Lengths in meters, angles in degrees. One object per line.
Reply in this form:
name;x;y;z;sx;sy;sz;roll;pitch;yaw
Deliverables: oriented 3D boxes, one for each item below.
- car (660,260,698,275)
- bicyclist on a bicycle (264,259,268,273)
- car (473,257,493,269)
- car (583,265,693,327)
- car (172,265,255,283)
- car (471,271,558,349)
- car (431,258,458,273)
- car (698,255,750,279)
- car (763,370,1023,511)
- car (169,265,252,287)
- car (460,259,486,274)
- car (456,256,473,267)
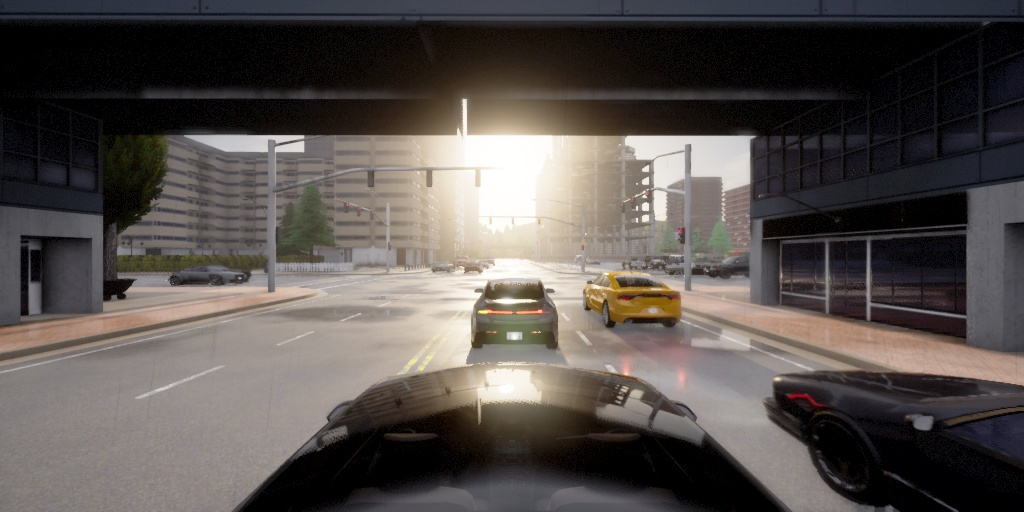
car;17.419;1.351;34.935;4.718;1.301;1.895;0;0;1
bicyclist on a bicycle;-26.006;1.051;38.419;0.582;1.620;1.656;0;0;0
car;-4.555;1.297;55.888;2.033;1.411;5.357;0;0;0
car;3.575;1.228;11.533;1.882;1.535;5.008;0;0;0
car;-22.757;1.350;27.451;4.718;1.301;1.895;0;0;0
car;0.064;1.255;9.162;1.837;1.490;4.892;0;0;0
car;-8.227;1.313;42.971;1.994;1.385;4.181;0;0;4
car;19.895;0.972;31.400;5.566;2.045;2.150;0;0;1
car;3.600;1.297;1.326;2.033;1.411;5.357;0;0;0
car;-20.198;1.314;23.966;4.181;1.385;1.994;0;0;0
car;-4.450;1.351;41.434;1.895;1.301;4.718;0;0;-1
car;-8.059;0.972;57.395;2.150;2.045;5.566;0;0;0
